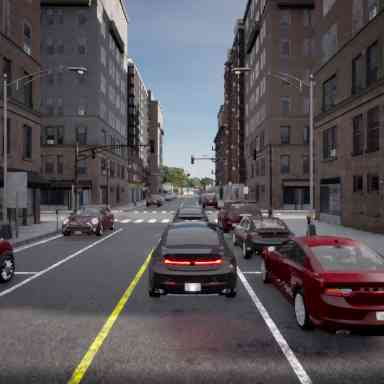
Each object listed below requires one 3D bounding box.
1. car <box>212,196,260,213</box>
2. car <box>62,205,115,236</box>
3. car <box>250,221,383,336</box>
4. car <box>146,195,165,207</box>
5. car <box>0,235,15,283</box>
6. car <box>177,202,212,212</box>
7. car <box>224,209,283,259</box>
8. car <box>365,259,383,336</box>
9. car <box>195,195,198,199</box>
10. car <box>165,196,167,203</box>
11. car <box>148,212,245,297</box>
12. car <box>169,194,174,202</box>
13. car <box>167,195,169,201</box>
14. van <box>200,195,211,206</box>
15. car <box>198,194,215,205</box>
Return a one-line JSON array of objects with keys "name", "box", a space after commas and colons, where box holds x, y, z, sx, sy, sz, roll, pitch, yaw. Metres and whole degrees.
[{"name": "car", "box": [2.517, 1.315, 18.100, 2.192, 1.841, 5.009, 0, 0, 0]}, {"name": "car", "box": [-5.508, 1.440, 18.045, 1.967, 1.590, 4.097, 0, 0, 0]}, {"name": "car", "box": [2.595, 1.545, 6.736, 1.887, 1.381, 4.507, 0, 0, 0]}, {"name": "car", "box": [-5.762, 1.314, 50.603, 2.192, 1.841, 5.009, 0, 0, 0]}, {"name": "car", "box": [-5.430, 1.440, 6.680, 1.967, 1.590, 4.097, 0, 0, 0]}, {"name": "car", "box": [-0.059, 1.505, 17.973, 1.837, 1.490, 4.892, 0, 0, 0]}, {"name": "car", "box": [2.556, 1.551, 12.418, 2.008, 1.369, 4.403, 0, 0, 0]}, {"name": "car", "box": [2.634, 1.440, 1.054, 1.967, 1.590, 4.097, 0, 0, 0]}, {"name": "car", "box": [2.268, 1.313, 61.667, 2.192, 1.841, 5.009, 0, 0, 0]}, {"name": "car", "box": [-5.798, 1.564, 56.106, 1.947, 1.339, 4.313, 0, 0, 0]}, {"name": "car", "box": [0.013, 1.505, 8.557, 1.837, 1.490, 4.892, 0, 0, 0]}, {"name": "car", "box": [-5.940, 1.541, 78.121, 1.887, 1.381, 4.507, 0, 0, 0]}, {"name": "car", "box": [-5.833, 1.548, 61.610, 2.008, 1.369, 4.403, 0, 0, 0]}, {"name": "van", "box": [2.310, 1.339, 56.163, 1.690, 1.788, 3.998, 0, 0, 0]}, {"name": "car", "box": [2.394, 1.314, 45.156, 2.192, 1.841, 5.009, 0, 0, 0]}]
